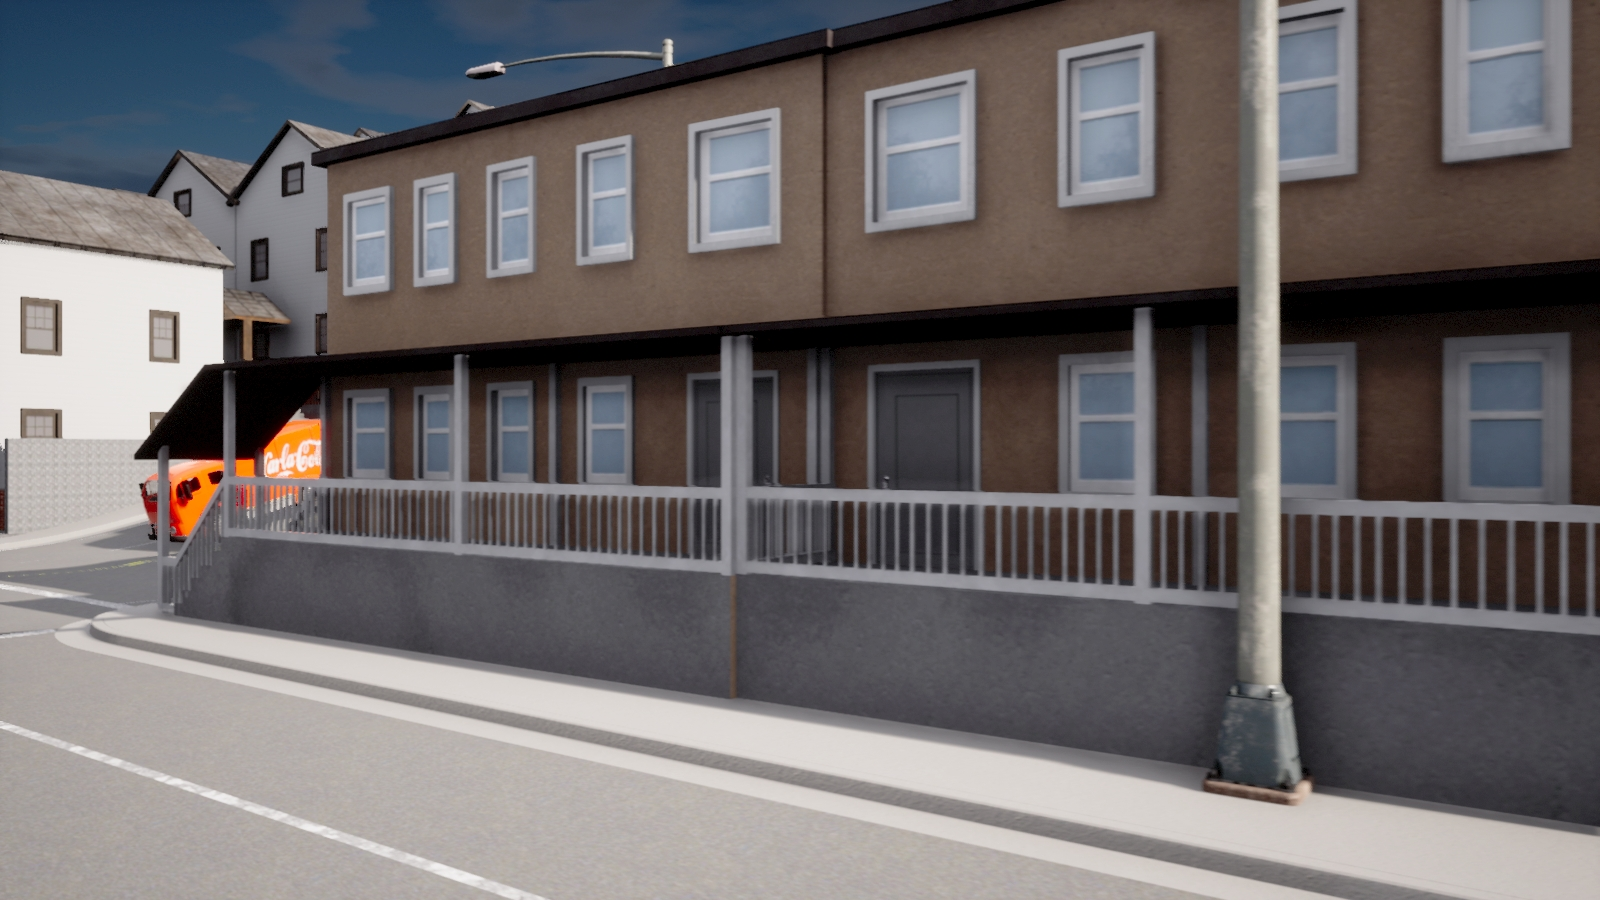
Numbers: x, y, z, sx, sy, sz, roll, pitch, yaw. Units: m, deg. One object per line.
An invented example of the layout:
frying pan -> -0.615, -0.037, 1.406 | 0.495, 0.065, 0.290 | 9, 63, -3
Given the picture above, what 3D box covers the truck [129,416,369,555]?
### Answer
truck -> -15.715, 0.884, 32.951 | 2.627, 2.467, 5.204 | 0, 16, 34
